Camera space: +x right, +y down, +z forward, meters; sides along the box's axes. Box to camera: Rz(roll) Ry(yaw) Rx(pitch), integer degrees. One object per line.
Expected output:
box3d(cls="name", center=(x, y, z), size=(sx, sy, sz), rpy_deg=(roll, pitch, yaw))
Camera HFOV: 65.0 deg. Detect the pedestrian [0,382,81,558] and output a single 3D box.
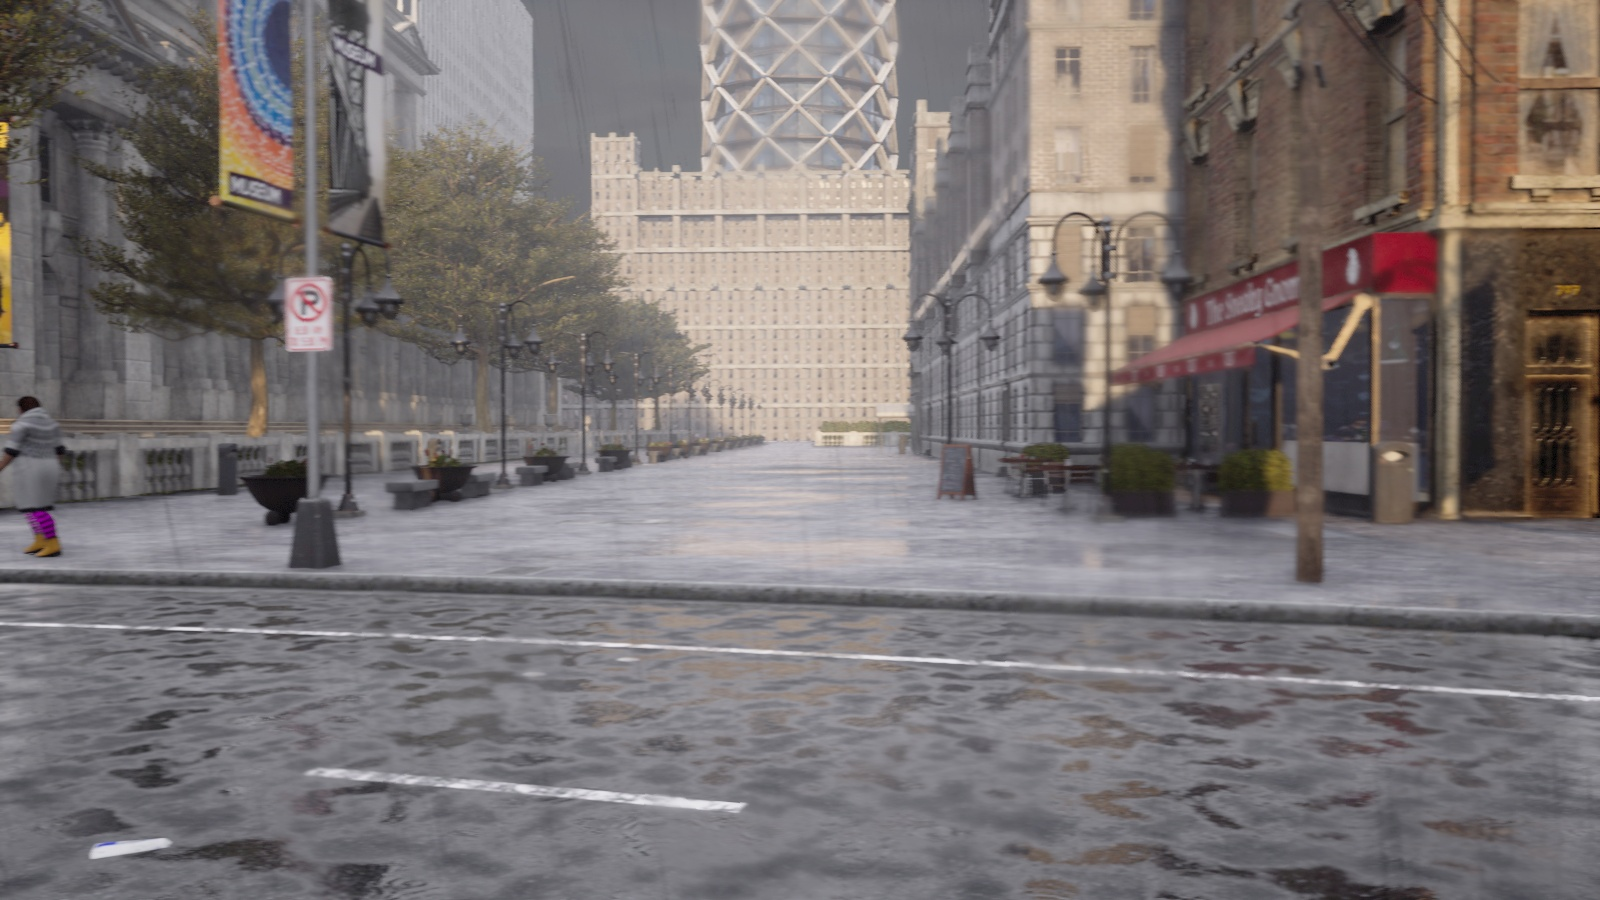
box3d(cls="pedestrian", center=(-8.820, 0.212, 14.288), size=(0.873, 1.952, 0.659), rpy_deg=(0, 1, 4))
